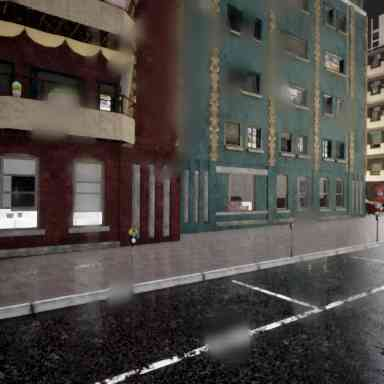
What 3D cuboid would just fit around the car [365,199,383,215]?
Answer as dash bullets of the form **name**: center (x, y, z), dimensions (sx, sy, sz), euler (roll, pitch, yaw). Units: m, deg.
- **car**: center (15.666, 1.240, 32.182), dimensions (2.192, 1.841, 5.009), euler (1, 0, -36)
